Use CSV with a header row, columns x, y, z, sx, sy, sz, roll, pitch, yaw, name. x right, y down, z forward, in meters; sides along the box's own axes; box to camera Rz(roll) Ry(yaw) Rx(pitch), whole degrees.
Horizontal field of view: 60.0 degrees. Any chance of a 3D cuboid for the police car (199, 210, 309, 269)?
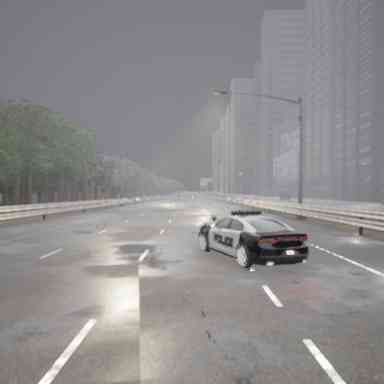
x,y,z,sx,sy,sz,roll,pitch,yaw,name
1.807,1.467,11.621,1.930,1.638,5.238,0,0,-21,police car
